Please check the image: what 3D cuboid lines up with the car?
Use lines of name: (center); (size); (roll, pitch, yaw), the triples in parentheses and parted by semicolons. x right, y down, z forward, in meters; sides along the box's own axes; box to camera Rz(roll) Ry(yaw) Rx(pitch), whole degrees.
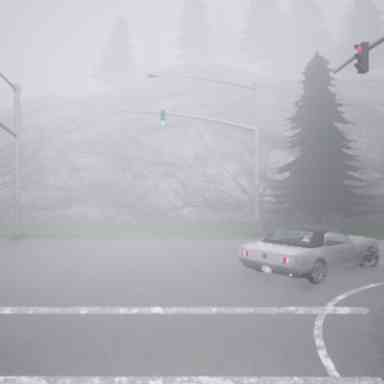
car: (3.601, 1.647, 9.718); (4.718, 1.301, 1.895); (0, 0, -39)
